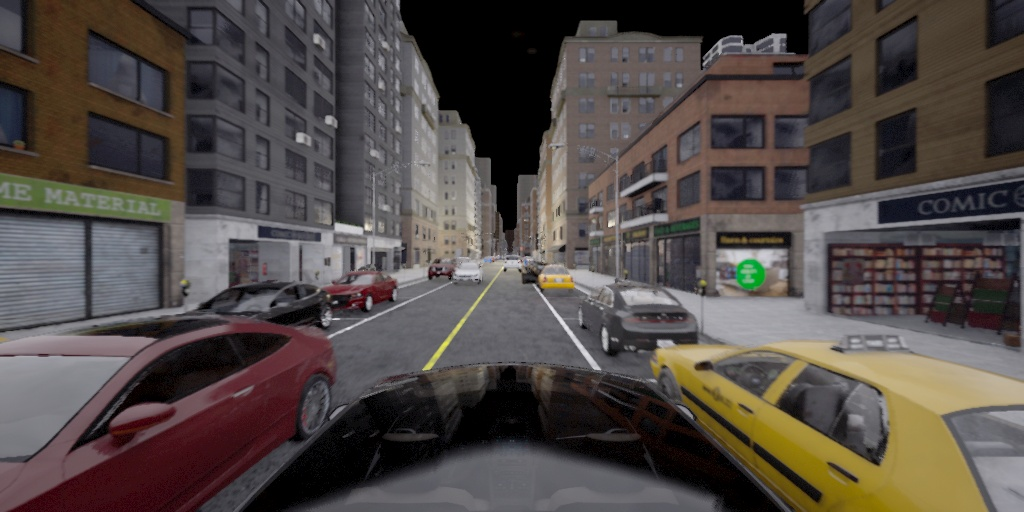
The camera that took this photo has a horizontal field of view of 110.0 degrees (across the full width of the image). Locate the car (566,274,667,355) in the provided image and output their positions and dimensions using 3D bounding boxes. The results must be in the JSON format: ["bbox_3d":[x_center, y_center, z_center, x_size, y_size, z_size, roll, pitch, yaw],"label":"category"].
[{"bbox_3d":[2.670,1.293,8.437,2.007,1.370,4.403,0,0,0],"label":"car"}]

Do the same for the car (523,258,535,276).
[{"bbox_3d":[2.675,1.250,42.452,2.007,1.370,4.403,0,0,0],"label":"car"}]

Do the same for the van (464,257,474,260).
[{"bbox_3d":[-5.851,1.040,42.440,1.690,1.789,3.998,0,0,0],"label":"van"}]

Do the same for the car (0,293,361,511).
[{"bbox_3d":[-3.053,1.274,2.652,1.812,1.442,4.674,0,0,1],"label":"car"}]

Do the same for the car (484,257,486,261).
[{"bbox_3d":[-5.848,1.214,59.446,2.007,1.370,4.403,0,0,0],"label":"car"}]

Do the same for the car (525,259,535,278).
[{"bbox_3d":[2.674,1.272,36.783,1.948,1.339,4.313,0,0,0],"label":"car"}]

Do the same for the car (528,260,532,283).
[{"bbox_3d":[2.673,1.280,31.114,1.948,1.339,4.313,0,0,0],"label":"car"}]

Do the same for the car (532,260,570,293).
[{"bbox_3d":[2.354,1.184,20.606,1.801,1.575,5.366,0,0,0],"label":"car"}]

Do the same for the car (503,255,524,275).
[{"bbox_3d":[0.060,0.916,45.199,2.150,2.045,5.566,0,0,0],"label":"car"}]

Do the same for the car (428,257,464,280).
[{"bbox_3d":[-5.852,1.028,31.104,2.192,1.841,5.009,0,0,0],"label":"car"}]

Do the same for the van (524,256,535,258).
[{"bbox_3d":[2.676,1.018,53.793,1.690,1.789,3.998,0,0,0],"label":"van"}]

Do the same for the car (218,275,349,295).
[{"bbox_3d":[-5.856,1.308,8.430,1.948,1.339,4.313,0,0,0],"label":"car"}]

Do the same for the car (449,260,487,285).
[{"bbox_3d":[-3.083,1.246,26.022,1.812,1.442,4.674,0,0,0],"label":"car"}]

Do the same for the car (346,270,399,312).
[{"bbox_3d":[-5.855,1.281,14.098,1.888,1.381,4.507,0,0,0],"label":"car"}]

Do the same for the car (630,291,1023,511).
[{"bbox_3d":[2.669,1.274,2.937,1.751,1.417,4.829,0,0,0],"label":"car"}]
